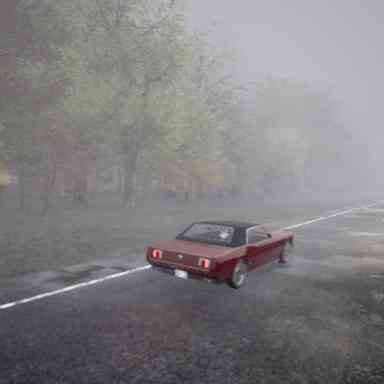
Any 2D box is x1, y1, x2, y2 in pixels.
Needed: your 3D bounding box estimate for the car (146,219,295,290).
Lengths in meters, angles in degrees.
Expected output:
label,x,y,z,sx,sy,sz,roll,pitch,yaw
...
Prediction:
label,x,y,z,sx,sy,sz,roll,pitch,yaw
car,1.078,1.374,8.614,1.895,1.301,4.718,3,2,35
